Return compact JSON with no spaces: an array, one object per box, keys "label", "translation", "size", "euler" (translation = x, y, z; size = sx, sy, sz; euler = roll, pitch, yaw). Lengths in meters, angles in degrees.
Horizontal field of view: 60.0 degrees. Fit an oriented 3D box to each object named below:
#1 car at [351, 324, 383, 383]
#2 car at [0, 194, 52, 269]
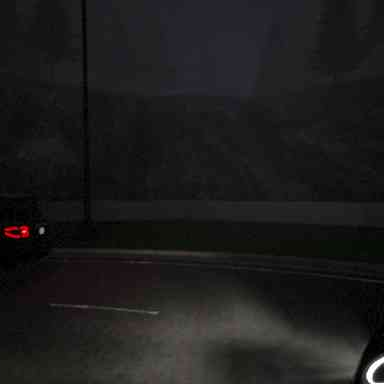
[{"label":"car","translation":[3.314,1.277,1.661],"size":[4.553,1.767,2.097],"euler":[1,2,44]},{"label":"car","translation":[-6.408,1.087,8.082],"size":[5.566,2.045,2.150],"euler":[-1,1,-4]}]
